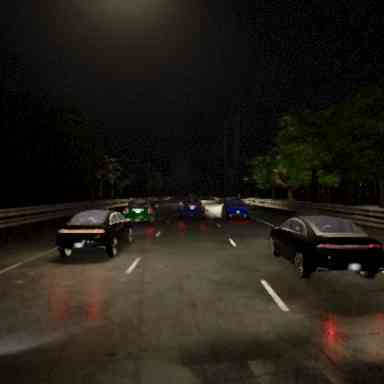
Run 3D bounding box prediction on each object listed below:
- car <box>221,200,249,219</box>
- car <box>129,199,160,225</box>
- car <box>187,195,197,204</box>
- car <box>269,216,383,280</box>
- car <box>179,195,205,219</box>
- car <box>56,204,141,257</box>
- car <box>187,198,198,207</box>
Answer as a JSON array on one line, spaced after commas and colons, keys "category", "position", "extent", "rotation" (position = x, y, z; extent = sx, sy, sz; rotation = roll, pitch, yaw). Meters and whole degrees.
[{"category": "car", "position": [3.610, 1.422, 28.429], "extent": [1.882, 1.535, 5.008], "rotation": [0, 0, 0]}, {"category": "car", "position": [-3.494, 1.291, 23.664], "extent": [2.097, 1.767, 4.553], "rotation": [0, 0, 0]}, {"category": "car", "position": [0.018, 1.591, 72.164], "extent": [2.150, 2.045, 5.566], "rotation": [0, -1, 0]}, {"category": "car", "position": [3.604, 1.439, 9.793], "extent": [2.128, 1.511, 4.902], "rotation": [0, 0, 0]}, {"category": "car", "position": [0.020, 1.295, 28.285], "extent": [2.097, 1.767, 4.553], "rotation": [0, 0, 0]}, {"category": "car", "position": [-3.496, 1.434, 12.692], "extent": [2.128, 1.511, 4.902], "rotation": [0, 0, 0]}, {"category": "car", "position": [0.111, 1.673, 55.190], "extent": [1.812, 1.442, 4.674], "rotation": [0, -1, 0]}]
